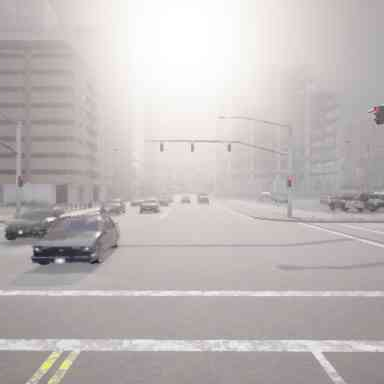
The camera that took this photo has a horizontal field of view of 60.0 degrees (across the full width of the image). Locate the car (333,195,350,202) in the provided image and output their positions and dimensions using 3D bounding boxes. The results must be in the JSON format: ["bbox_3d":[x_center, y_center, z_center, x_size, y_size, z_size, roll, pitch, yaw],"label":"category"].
[{"bbox_3d":[30.669,1.364,68.426,1.784,1.438,3.905,0,0,0],"label":"car"}]

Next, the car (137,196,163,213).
[{"bbox_3d":[-4.590,1.505,36.910,1.837,1.490,4.892,0,0,0],"label":"car"}]

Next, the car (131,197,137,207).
[{"bbox_3d":[-8.194,1.526,50.960,1.812,1.442,4.674,0,0,-1],"label":"car"}]

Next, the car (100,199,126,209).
[{"bbox_3d":[-8.067,1.491,34.285,2.128,1.511,4.902,0,0,0],"label":"car"}]

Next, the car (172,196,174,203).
[{"bbox_3d":[-4.764,1.405,68.910,2.097,1.767,4.553,0,0,0],"label":"car"}]

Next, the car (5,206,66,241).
[{"bbox_3d":[-7.516,1.507,16.757,1.837,1.490,4.892,0,0,-3],"label":"car"}]

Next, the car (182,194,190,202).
[{"bbox_3d":[-1.311,1.304,74.454,1.882,1.535,5.008,0,0,0],"label":"car"}]

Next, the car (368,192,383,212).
[{"bbox_3d":[19.463,1.156,35.801,1.905,1.878,3.866,0,0,0],"label":"car"}]

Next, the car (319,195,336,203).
[{"bbox_3d":[27.773,1.395,68.412,1.970,1.475,3.806,0,0,0],"label":"car"}]

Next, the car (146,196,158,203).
[{"bbox_3d":[-8.263,1.602,68.850,1.994,1.385,4.181,0,0,0],"label":"car"}]

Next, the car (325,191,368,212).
[{"bbox_3d":[16.569,1.153,35.841,1.932,1.855,4.605,0,0,0],"label":"car"}]

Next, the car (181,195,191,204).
[{"bbox_3d":[-1.233,1.601,65.383,1.895,1.301,4.718,0,0,0],"label":"car"}]

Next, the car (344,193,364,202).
[{"bbox_3d":[33.352,1.153,68.490,1.932,1.855,4.605,0,0,0],"label":"car"}]

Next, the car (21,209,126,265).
[{"bbox_3d":[-3.787,1.547,11.950,2.033,1.411,5.357,0,0,-2],"label":"car"}]

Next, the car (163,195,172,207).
[{"bbox_3d":[-4.706,1.356,51.171,2.097,1.767,4.553,0,0,0],"label":"car"}]

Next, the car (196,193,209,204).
[{"bbox_3d":[2.273,1.478,64.710,1.882,1.535,5.008,0,0,0],"label":"car"}]

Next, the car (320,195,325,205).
[{"bbox_3d":[22.081,1.395,53.281,1.970,1.475,3.806,0,0,0],"label":"car"}]
